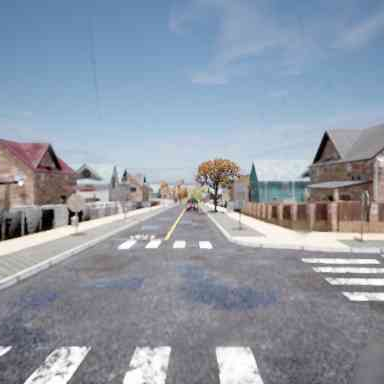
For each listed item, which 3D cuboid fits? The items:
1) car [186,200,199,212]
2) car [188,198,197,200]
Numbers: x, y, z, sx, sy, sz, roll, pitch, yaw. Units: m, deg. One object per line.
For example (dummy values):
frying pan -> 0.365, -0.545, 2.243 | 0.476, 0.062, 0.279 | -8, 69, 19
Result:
car -> 0.041, 2.440, 53.365 | 1.895, 1.301, 4.718 | 0, -1, 0
car -> 0.049, 2.256, 63.391 | 2.150, 2.045, 5.566 | 0, -1, 0
